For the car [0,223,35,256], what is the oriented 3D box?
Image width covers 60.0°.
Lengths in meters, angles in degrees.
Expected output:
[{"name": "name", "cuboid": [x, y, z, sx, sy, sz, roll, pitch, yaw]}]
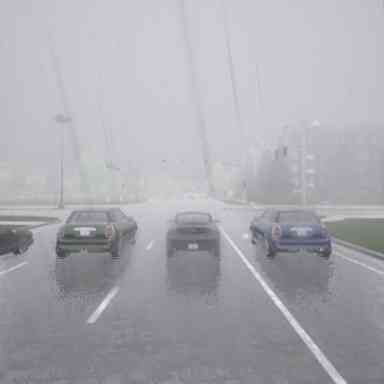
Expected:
[{"name": "car", "cuboid": [-6.959, 1.539, 10.264, 2.033, 1.411, 5.357, 0, 0, 1]}]

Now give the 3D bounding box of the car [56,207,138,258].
[{"name": "car", "cuboid": [-3.440, 1.342, 12.868, 2.097, 1.767, 4.553, 0, 0, 0]}]

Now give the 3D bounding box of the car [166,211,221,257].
[{"name": "car", "cuboid": [0.062, 1.492, 12.886, 1.837, 1.490, 4.892, 0, -1, 0]}]

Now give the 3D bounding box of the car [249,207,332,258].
[{"name": "car", "cuboid": [3.560, 1.342, 12.855, 2.097, 1.767, 4.553, 0, 0, 0]}]
